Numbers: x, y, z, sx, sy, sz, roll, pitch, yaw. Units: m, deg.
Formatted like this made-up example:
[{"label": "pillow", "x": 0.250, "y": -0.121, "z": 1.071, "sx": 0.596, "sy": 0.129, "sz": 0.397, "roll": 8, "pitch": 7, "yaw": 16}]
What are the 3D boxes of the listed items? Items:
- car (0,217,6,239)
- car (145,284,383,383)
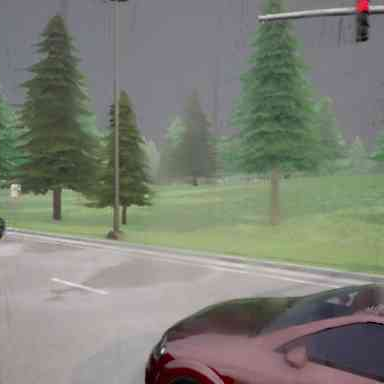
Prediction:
[{"label": "car", "x": -10.835, "y": 1.502, "z": 16.025, "sx": 4.892, "sy": 1.490, "sz": 1.837, "roll": 0, "pitch": 0, "yaw": 36}, {"label": "car", "x": 1.583, "y": 1.564, "z": 2.863, "sx": 4.181, "sy": 1.385, "sz": 1.994, "roll": 0, "pitch": 0, "yaw": 36}]
